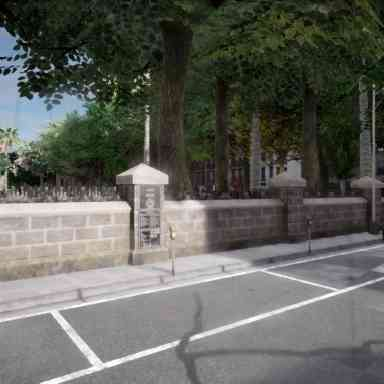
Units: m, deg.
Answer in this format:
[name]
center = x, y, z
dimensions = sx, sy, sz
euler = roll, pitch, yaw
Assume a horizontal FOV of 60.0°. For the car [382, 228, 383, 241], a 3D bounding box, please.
[car]
center = 9.787, 1.310, 13.521
dimensions = 5.009, 1.841, 2.192
euler = 0, 0, -36
